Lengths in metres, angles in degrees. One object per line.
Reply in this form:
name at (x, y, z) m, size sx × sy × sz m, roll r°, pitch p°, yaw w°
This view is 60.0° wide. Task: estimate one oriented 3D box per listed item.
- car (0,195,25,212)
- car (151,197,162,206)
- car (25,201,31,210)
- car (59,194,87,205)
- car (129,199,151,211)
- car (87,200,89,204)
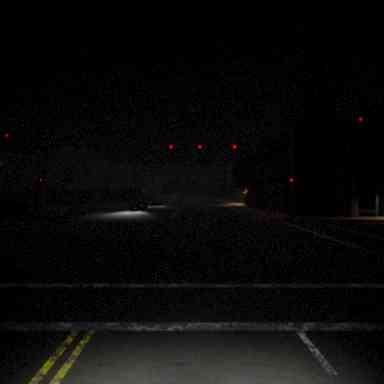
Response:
car at (-21.399, 1.273, 36.492) m, size 4.605 × 1.855 × 1.932 m, roll 0°, pitch 0°, yaw 0°
car at (-6.530, 1.673, 59.790) m, size 1.882 × 1.535 × 5.008 m, roll 0°, pitch 0°, yaw 2°
car at (-21.337, 1.286, 39.386) m, size 3.866 × 1.878 × 1.905 m, roll 0°, pitch 0°, yaw 0°
car at (-21.328, 1.350, 59.010) m, size 3.866 × 1.878 × 1.905 m, roll 0°, pitch 0°, yaw 0°
car at (-6.928, 1.731, 43.353) m, size 1.895 × 1.301 × 4.718 m, roll 0°, pitch 0°, yaw 2°
car at (-21.310, 1.598, 61.904) m, size 3.806 × 1.475 × 1.970 m, roll 0°, pitch 0°, yaw 0°
